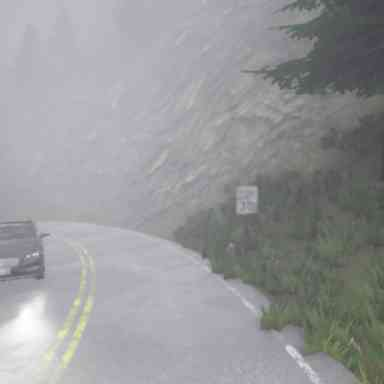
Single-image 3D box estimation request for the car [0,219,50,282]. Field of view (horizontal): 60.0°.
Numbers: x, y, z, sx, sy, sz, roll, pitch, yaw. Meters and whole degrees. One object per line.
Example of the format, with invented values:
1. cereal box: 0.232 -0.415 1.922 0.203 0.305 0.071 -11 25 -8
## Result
1. car: -5.350 1.593 9.815 2.128 1.511 4.902 -2 0 -24
